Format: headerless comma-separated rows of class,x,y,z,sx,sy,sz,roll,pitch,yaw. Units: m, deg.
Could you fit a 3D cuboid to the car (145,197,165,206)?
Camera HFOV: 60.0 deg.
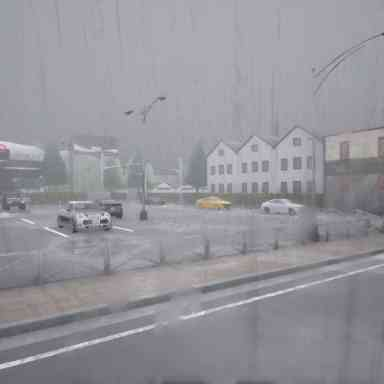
car,-5.738,1.388,50.406,1.994,1.385,4.181,0,0,-35

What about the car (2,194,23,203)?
car,-39.404,1.328,72.930,3.866,1.878,1.905,0,0,-36

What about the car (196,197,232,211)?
car,2.516,1.301,38.705,1.882,1.535,5.008,0,0,-35

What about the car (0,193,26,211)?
car,-20.255,1.092,37.855,1.905,1.878,3.866,0,0,-36

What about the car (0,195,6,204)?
car,-39.629,1.495,65.801,4.611,1.667,2.242,0,0,-36

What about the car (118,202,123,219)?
car,-6.864,1.313,25.457,2.007,1.523,4.514,0,0,-36

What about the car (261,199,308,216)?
car,8.397,1.349,30.482,1.812,1.442,4.674,0,0,-36

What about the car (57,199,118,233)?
car,-5.731,1.248,17.595,1.970,1.475,3.806,0,0,-36
